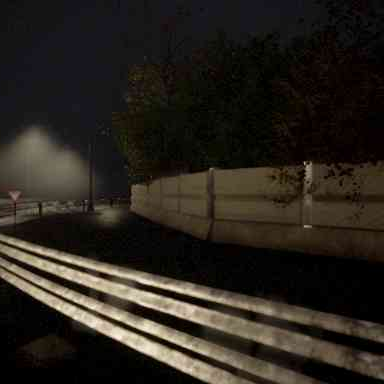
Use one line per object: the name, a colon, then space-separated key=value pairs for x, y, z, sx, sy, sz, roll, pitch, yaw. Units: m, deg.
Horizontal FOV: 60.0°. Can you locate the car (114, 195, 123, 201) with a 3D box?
car: x=-19.758 y=1.535 z=89.457 sx=1.882 sy=1.535 sz=5.008 roll=0 pitch=0 yaw=-2

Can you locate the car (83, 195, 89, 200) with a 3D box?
car: x=-28.086 y=1.575 z=88.819 sx=1.837 sy=1.490 sz=4.892 roll=0 pitch=0 yaw=-17

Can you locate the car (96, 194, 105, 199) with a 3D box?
car: x=-24.690 y=1.424 z=89.670 sx=2.097 sy=1.767 sz=4.553 roll=0 pitch=0 yaw=-17
